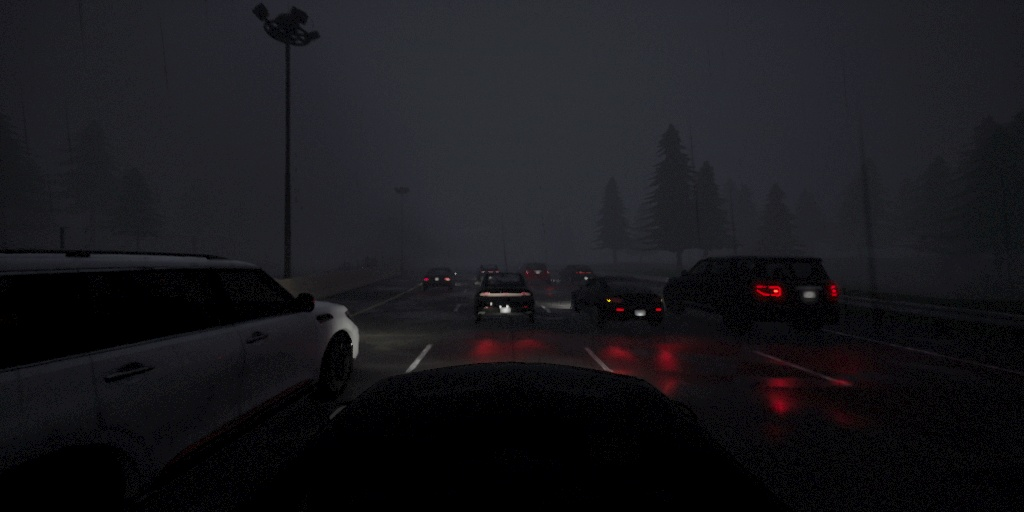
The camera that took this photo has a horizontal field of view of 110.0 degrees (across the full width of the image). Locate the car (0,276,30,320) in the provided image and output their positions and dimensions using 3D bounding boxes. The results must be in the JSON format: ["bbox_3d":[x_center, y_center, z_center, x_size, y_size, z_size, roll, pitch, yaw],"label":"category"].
[{"bbox_3d":[-17.789,1.390,9.846,2.033,1.411,5.357,0,0,-3],"label":"car"}]

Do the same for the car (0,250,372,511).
[{"bbox_3d":[-3.470,0.990,3.306,2.150,2.045,5.566,0,0,-1],"label":"car"}]

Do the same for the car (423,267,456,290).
[{"bbox_3d":[-4.756,1.453,23.804,2.033,1.411,5.357,0,0,-7],"label":"car"}]

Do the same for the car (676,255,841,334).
[{"bbox_3d":[6.793,1.017,11.014,2.150,2.045,5.566,0,0,-3],"label":"car"}]

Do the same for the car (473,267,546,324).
[{"bbox_3d":[-0.311,1.313,12.423,2.128,1.511,4.902,0,0,-3],"label":"car"}]

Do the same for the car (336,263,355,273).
[{"bbox_3d":[-25.278,1.760,54.531,1.895,1.301,4.718,0,0,-16],"label":"car"}]

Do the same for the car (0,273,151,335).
[{"bbox_3d":[-14.416,1.349,11.016,1.837,1.490,4.892,0,-1,-3],"label":"car"}]

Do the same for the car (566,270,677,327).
[{"bbox_3d":[3.237,1.334,11.673,1.812,1.442,4.674,0,0,-3],"label":"car"}]

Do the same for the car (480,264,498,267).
[{"bbox_3d":[-1.936,1.425,29.075,2.128,1.511,4.902,0,0,-8],"label":"car"}]

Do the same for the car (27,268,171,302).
[{"bbox_3d":[-22.048,1.463,19.633,2.033,1.411,5.357,0,0,-6],"label":"car"}]

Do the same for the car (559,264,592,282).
[{"bbox_3d":[5.153,1.422,28.897,1.837,1.490,4.892,0,0,-7],"label":"car"}]

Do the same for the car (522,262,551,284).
[{"bbox_3d":[1.641,1.275,28.680,2.097,1.767,4.553,0,0,-7],"label":"car"}]

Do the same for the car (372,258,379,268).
[{"bbox_3d":[-21.922,1.285,55.526,2.150,2.045,5.566,0,0,-16],"label":"car"}]
